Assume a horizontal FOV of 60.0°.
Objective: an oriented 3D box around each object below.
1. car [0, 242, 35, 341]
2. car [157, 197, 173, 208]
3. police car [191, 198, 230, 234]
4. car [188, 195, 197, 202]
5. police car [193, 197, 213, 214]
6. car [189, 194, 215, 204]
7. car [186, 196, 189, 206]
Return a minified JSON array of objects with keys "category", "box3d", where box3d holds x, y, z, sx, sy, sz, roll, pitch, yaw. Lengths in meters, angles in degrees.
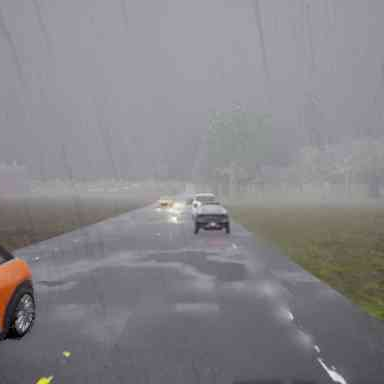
[{"category":"car","box3d":[-3.599,1.348,3.504,2.097,1.767,4.553,0,0,0]},{"category":"car","box3d":[-3.575,1.378,45.247,1.882,1.535,5.008,0,0,0]},{"category":"police car","box3d":[1.053,1.393,19.252,1.930,1.638,5.238,0,0,0]},{"category":"car","box3d":[0.012,1.334,71.873,1.895,1.301,4.718,0,0,0]},{"category":"police car","box3d":[1.056,1.357,35.254,1.930,1.638,5.238,0,0,0]},{"category":"car","box3d":[1.055,1.171,29.172,2.150,2.045,5.566,0,0,0]},{"category":"car","box3d":[0.009,1.419,52.725,2.033,1.411,5.357,0,0,0]}]
